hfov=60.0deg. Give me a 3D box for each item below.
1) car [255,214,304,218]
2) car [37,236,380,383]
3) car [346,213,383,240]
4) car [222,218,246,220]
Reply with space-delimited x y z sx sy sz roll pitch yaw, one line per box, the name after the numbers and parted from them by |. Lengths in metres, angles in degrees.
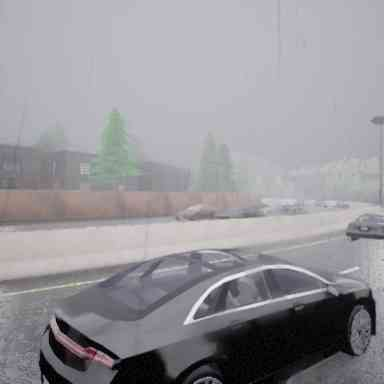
7.056 1.769 24.978 2.128 1.511 4.902 0 -1 41 | car
0.638 1.536 4.443 4.902 1.511 2.128 1 -1 -38 | car
9.692 1.776 17.153 2.033 1.411 5.357 0 -1 44 | car
3.959 1.816 26.652 2.033 1.411 5.357 0 -1 42 | car
